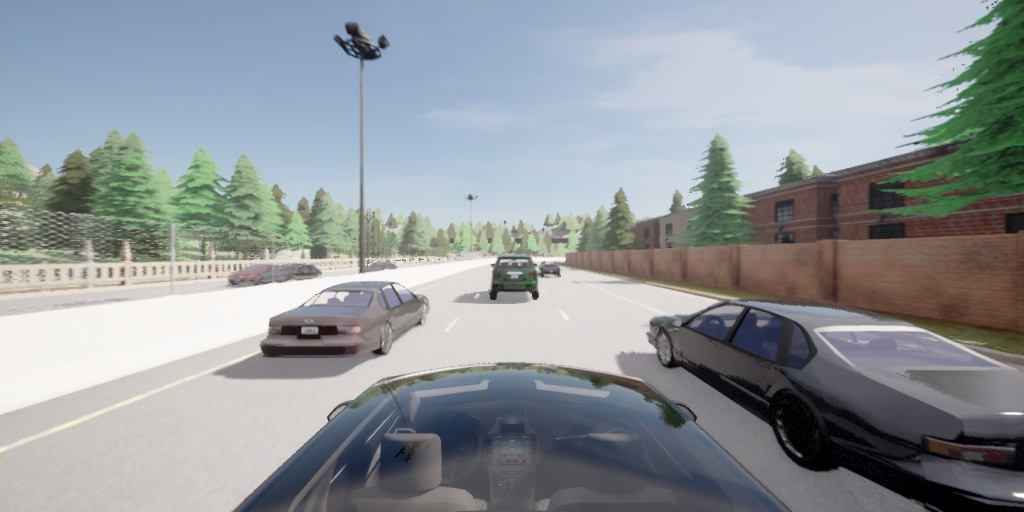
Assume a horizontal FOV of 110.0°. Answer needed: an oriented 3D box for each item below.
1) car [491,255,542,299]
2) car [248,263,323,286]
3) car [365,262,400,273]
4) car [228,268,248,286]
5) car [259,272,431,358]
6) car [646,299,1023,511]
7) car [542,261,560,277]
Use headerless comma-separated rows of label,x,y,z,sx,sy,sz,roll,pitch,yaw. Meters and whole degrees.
car,0.112,0.961,18.008,2.150,2.045,5.566,0,0,0
car,-14.044,1.241,22.980,1.837,1.490,4.892,0,-1,1
car,-10.484,1.272,28.971,1.837,1.490,4.892,0,0,0
car,-17.521,1.258,25.259,1.812,1.442,4.674,0,0,1
car,-3.395,1.293,8.527,2.033,1.411,5.357,0,0,0
car,3.604,1.295,4.763,2.033,1.411,5.357,0,0,0
car,3.621,1.217,35.323,2.128,1.511,4.902,0,0,0
